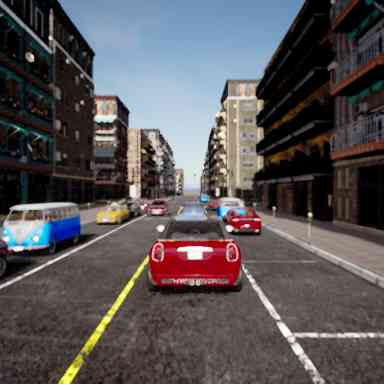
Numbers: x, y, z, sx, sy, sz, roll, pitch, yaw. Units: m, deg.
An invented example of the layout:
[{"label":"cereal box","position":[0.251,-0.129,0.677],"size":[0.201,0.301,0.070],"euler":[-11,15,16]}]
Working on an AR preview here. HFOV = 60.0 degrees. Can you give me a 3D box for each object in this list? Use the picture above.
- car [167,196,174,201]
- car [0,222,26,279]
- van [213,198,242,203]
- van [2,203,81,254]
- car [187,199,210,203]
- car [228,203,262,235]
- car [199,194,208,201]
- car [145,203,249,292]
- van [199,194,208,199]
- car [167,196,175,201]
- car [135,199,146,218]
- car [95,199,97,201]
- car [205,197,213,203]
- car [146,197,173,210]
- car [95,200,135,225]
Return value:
[{"label":"car","position":[-5.738,1.659,84.706],"size":[1.802,1.307,4.206],"euler":[-1,0,0]},{"label":"car","position":[-5.687,1.574,7.318],"size":[1.802,1.307,4.206],"euler":[0,0,0]},{"label":"van","position":[2.712,1.326,24.266],"size":[1.690,1.788,3.998],"euler":[0,0,0]},{"label":"van","position":[-5.682,1.330,12.980],"size":[1.690,1.788,3.998],"euler":[0,0,0]},{"label":"car","position":[0.116,1.531,26.834],"size":[2.033,1.411,5.357],"euler":[0,0,0]},{"label":"car","position":[2.706,1.531,18.605],"size":[1.887,1.381,4.507],"euler":[0,0,0]},{"label":"car","position":[2.825,1.392,84.646],"size":[2.192,1.841,5.009],"euler":[-1,0,0]},{"label":"car","position":[0.080,1.342,9.086],"size":[2.097,1.767,4.553],"euler":[0,0,0]},{"label":"van","position":[2.907,1.402,79.149],"size":[1.690,1.788,3.998],"euler":[-1,0,0]},{"label":"car","position":[-5.731,1.661,90.227],"size":[1.947,1.339,4.313],"euler":[-1,0,0]},{"label":"car","position":[-5.660,1.550,29.964],"size":[1.947,1.339,4.313],"euler":[0,0,0]},{"label":"car","position":[-17.666,1.475,56.458],"size":[4.206,1.307,1.802],"euler":[1,0,0]},{"label":"car","position":[2.842,1.573,41.247],"size":[1.802,1.307,4.206],"euler":[0,0,0]},{"label":"car","position":[-3.058,1.510,31.165],"size":[1.812,1.442,4.674],"euler":[0,0,0]},{"label":"car","position":[-5.667,1.510,24.133],"size":[1.752,1.417,4.829],"euler":[0,0,0]}]
